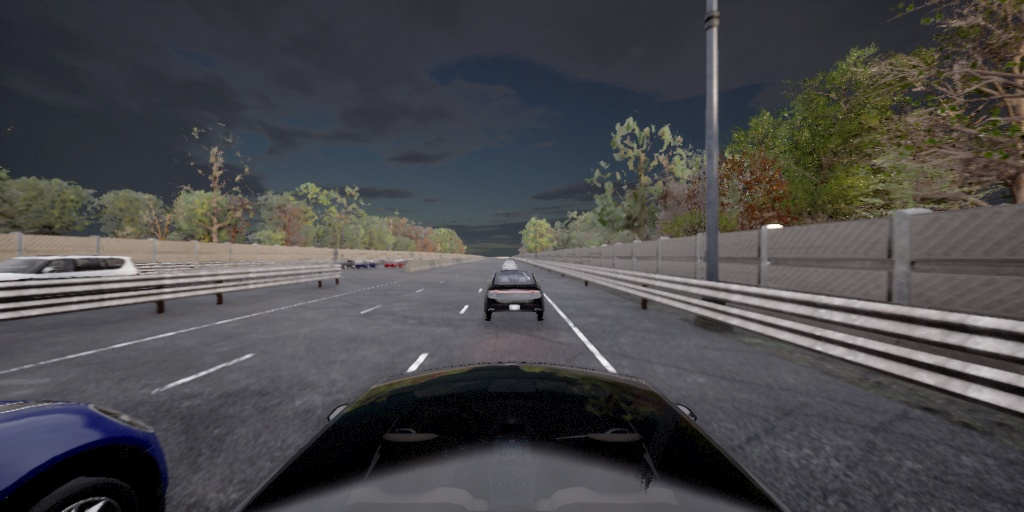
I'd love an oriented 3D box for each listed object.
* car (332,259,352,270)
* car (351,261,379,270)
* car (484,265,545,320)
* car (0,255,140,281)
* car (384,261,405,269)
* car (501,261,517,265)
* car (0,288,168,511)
[{"bbox_3d":[-25.136,1.270,53.643,1.837,1.490,4.892,0,0,-1],"label":"car"},{"bbox_3d":[-21.634,1.367,53.462,1.895,1.301,4.718,0,0,-1],"label":"car"},{"bbox_3d":[0.061,1.245,12.621,2.128,1.511,4.902,0,0,0],"label":"car"},{"bbox_3d":[-17.848,0.975,13.819,2.150,2.045,5.566,0,0,1],"label":"car"},{"bbox_3d":[-18.164,1.368,55.348,1.895,1.301,4.718,0,0,0],"label":"car"},{"bbox_3d":[-0.318,1.290,44.481,1.812,1.442,4.674,0,0,-1],"label":"car"},{"bbox_3d":[-3.405,1.102,0.533,2.097,1.767,4.553,0,0,0],"label":"car"}]
